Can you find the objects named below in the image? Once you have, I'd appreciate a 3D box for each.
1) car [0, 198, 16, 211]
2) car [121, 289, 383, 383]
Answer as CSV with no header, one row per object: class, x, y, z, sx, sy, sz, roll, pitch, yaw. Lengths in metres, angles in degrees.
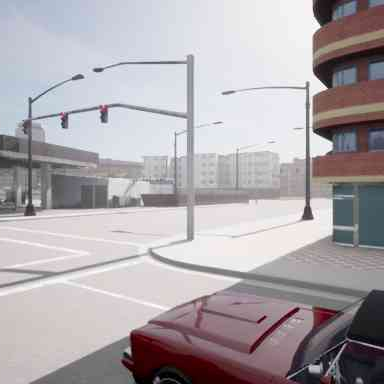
car,-22.264,1.456,38.776,3.806,1.475,1.970,0,0,36
car,1.605,1.601,2.828,4.718,1.301,1.895,0,0,36
